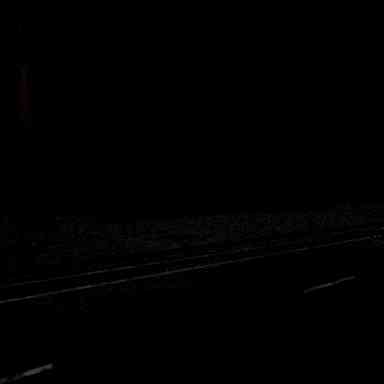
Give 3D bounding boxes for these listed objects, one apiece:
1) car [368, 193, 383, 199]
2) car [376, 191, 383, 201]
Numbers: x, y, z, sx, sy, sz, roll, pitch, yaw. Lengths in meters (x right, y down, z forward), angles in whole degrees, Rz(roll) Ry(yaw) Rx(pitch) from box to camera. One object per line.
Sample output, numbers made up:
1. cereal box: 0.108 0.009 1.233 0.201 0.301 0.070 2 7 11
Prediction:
1. car: 40.922 0.890 72.490 1.802 1.307 4.206 -2 1 -36
2. car: 37.134 0.815 63.120 2.192 1.841 5.009 -2 1 -36
